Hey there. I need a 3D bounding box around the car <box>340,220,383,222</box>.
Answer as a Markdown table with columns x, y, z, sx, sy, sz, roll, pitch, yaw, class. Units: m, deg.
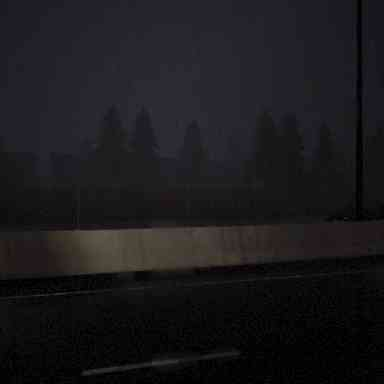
| x | y | z | sx | sy | sz | roll | pitch | yaw | class |
| --- | --- | --- | --- | --- | --- | --- | --- | --- | --- |
| 10.434 | 1.563 | 20.717 | 4.181 | 1.385 | 1.994 | 0 | 0 | -21 | car |
